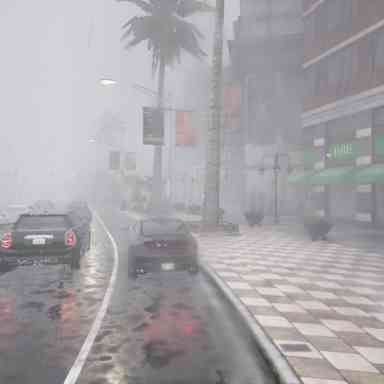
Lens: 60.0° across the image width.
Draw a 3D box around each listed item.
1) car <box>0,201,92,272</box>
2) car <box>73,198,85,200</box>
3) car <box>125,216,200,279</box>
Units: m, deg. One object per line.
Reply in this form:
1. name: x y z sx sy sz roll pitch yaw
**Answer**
1. car: -4.597 1.350 11.051 2.097 1.767 4.553 0 0 -13
2. car: -13.188 1.494 38.878 1.837 1.490 4.892 0 0 -18
3. car: -1.037 1.503 10.202 1.837 1.490 4.892 0 0 -11
